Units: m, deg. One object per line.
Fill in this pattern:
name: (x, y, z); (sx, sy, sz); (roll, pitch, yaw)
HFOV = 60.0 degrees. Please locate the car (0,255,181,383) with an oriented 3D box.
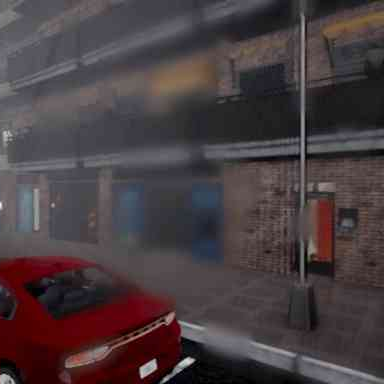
car: (-2.233, 1.542, 4.468); (4.507, 1.381, 1.887); (0, 0, 36)
